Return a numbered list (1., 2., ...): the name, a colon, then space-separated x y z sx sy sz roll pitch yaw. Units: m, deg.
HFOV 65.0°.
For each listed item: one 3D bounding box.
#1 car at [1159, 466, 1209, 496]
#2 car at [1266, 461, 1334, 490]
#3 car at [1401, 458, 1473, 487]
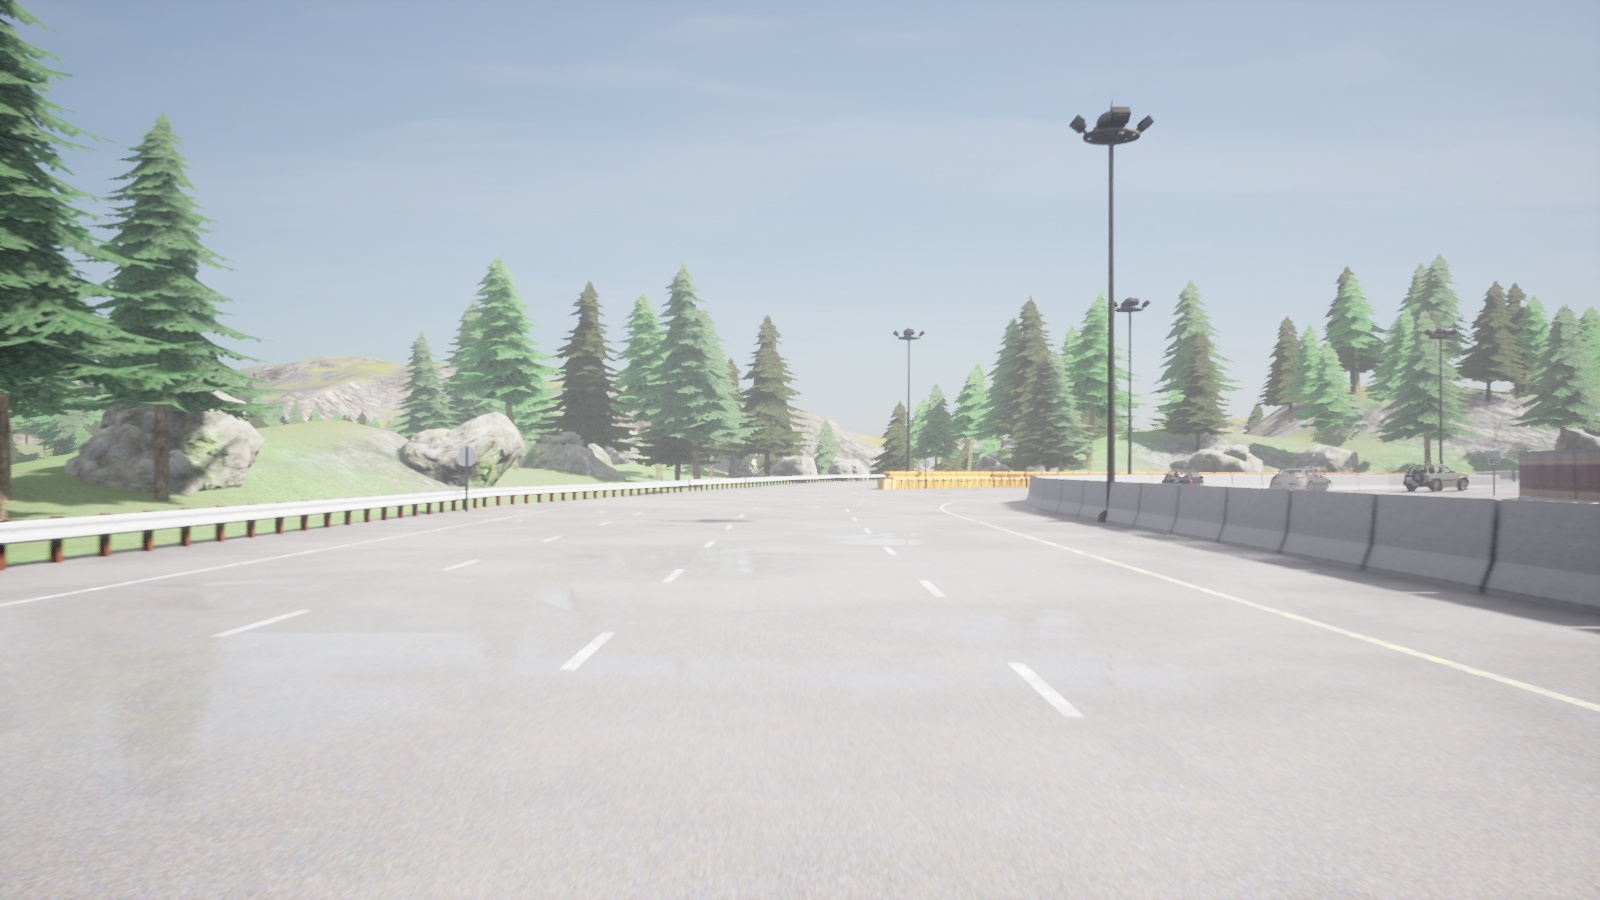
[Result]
1. car: 20.471 1.615 66.891 1.789 1.549 3.705 -1 -1 29
2. car: 28.986 1.458 72.722 2.152 1.651 5.027 -1 -1 41
3. car: 41.947 1.476 82.735 4.605 1.855 1.932 -1 -1 -29
